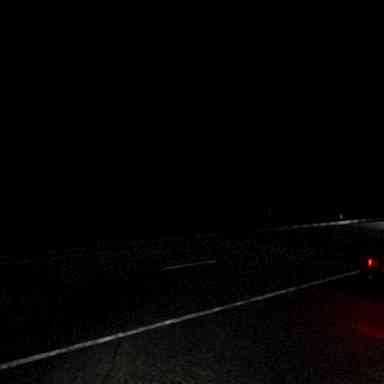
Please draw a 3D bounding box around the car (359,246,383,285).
[{"bbox_3d":[6.188,1.595,8.161,4.718,1.301,1.895,0,0,-36],"label":"car"}]
